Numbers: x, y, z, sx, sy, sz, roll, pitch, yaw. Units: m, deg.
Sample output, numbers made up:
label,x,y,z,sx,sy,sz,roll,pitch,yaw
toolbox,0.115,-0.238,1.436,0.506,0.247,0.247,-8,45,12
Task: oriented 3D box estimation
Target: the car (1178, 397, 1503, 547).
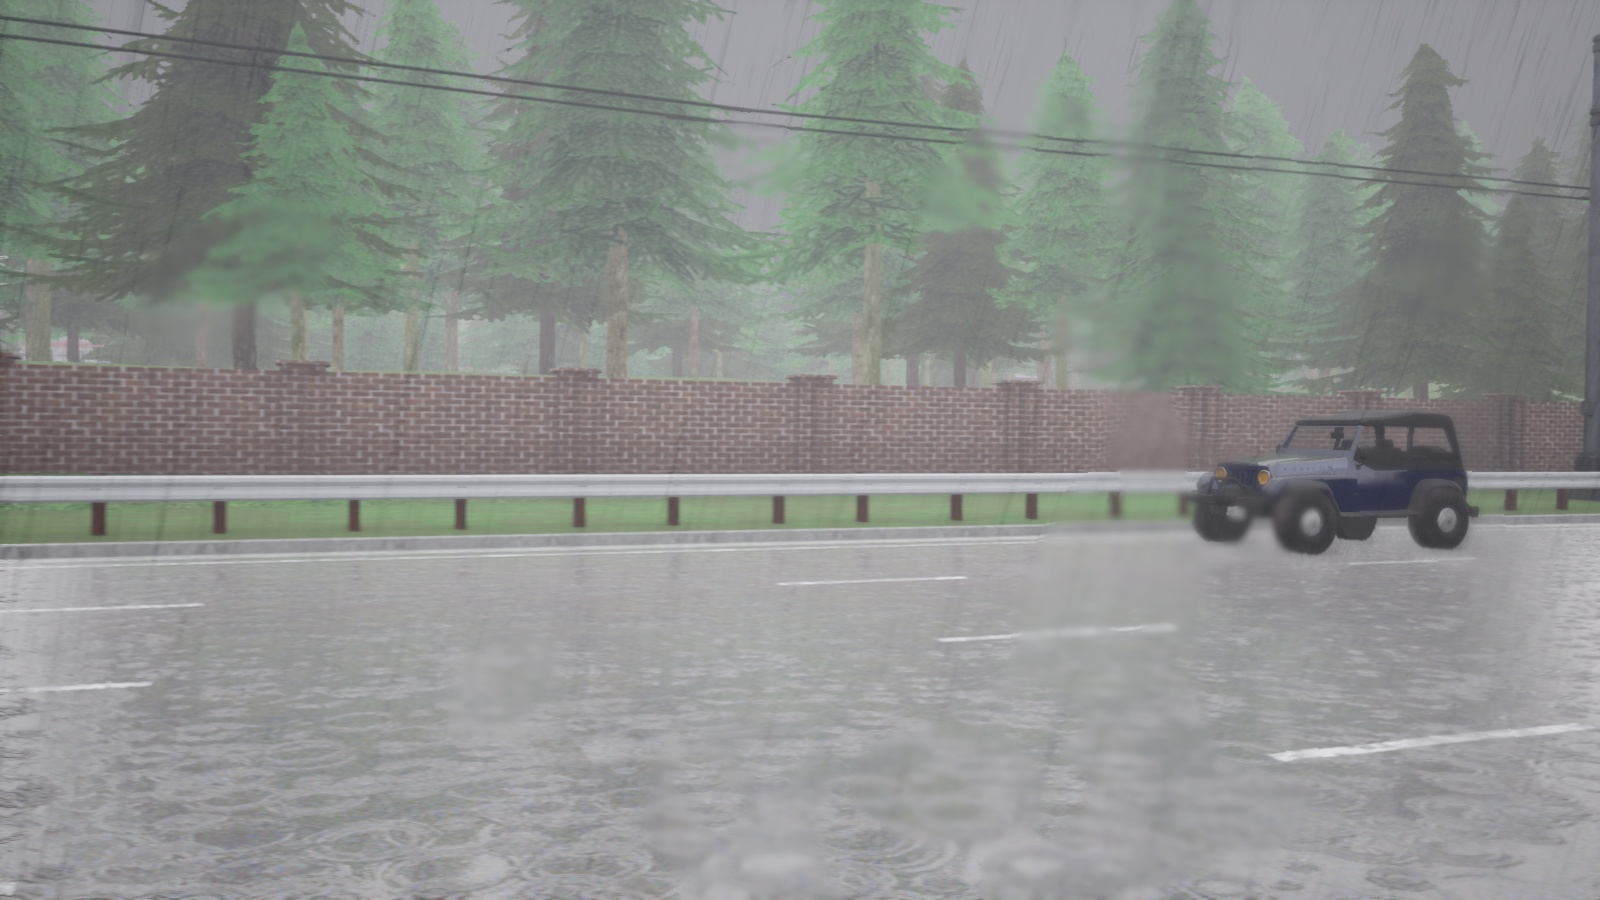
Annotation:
label,x,y,z,sx,sy,sz,roll,pitch,yaw
car,7.415,0.232,17.284,3.866,1.878,1.905,-1,1,-21
